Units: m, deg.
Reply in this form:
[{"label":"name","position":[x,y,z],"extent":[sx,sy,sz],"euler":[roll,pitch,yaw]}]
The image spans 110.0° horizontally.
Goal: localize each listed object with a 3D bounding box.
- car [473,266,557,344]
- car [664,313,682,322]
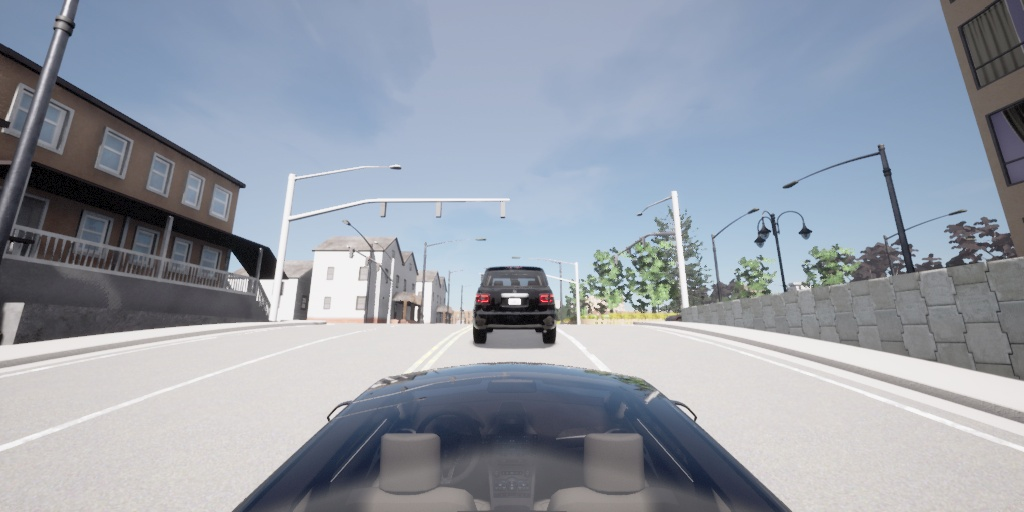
[{"label":"car","position":[0.073,1.501,11.180],"extent":[2.150,2.045,5.566],"euler":[0,-7,0]},{"label":"car","position":[15.896,5.450,31.708],"extent":[4.553,1.767,2.097],"euler":[0,-12,1]}]
